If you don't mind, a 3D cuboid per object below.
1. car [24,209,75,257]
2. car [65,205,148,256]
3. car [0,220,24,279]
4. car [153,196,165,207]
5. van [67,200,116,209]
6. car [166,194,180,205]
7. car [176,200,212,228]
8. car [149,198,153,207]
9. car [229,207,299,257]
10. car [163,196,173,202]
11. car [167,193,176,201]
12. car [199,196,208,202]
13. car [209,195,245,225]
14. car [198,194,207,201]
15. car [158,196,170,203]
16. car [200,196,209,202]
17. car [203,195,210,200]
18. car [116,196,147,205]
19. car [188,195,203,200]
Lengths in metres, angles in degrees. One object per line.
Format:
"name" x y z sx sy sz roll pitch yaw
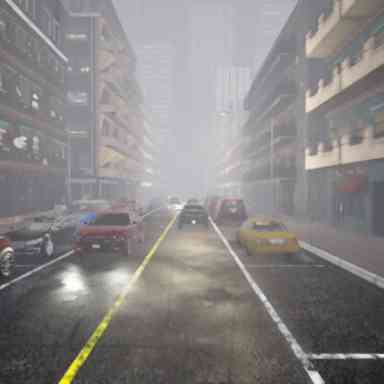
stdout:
"car" -5.665 1.553 12.691 2.008 1.369 4.403 -1 0 0
"car" -3.098 1.480 13.253 1.882 1.535 5.008 0 0 0
"car" -5.667 1.442 7.088 1.967 1.590 4.097 -1 0 0
"car" -5.690 1.593 51.905 1.802 1.307 4.206 -1 0 0
"van" -5.666 1.345 18.293 1.690 1.788 3.998 -1 0 0
"car" -2.989 1.525 57.564 1.882 1.535 5.008 0 0 0
"car" 0.104 1.508 21.978 1.837 1.490 4.892 0 0 0
"car" -5.701 1.558 35.099 2.008 1.369 4.403 -1 0 0
"car" 2.682 1.527 12.831 1.752 1.417 4.829 -1 0 0
"car" -5.685 1.570 79.915 2.008 1.369 4.403 -1 0 0
"car" -5.686 1.338 91.120 2.192 1.841 5.009 -1 0 0
"car" 2.695 1.584 79.885 1.947 1.339 4.313 -1 0 0
"car" 2.681 1.319 23.865 2.192 1.841 5.009 -1 0 0
"car" 2.695 1.460 85.487 1.967 1.590 4.097 -1 0 0
"car" -5.687 1.566 68.712 2.008 1.369 4.403 -1 0 0
"car" 2.694 1.542 74.453 1.752 1.417 4.829 -1 0 0
"car" 2.683 1.321 35.069 2.192 1.841 5.009 -1 0 0
"car" -5.688 1.321 29.497 2.192 1.841 5.009 -1 0 0
"car" 0.110 1.534 44.286 1.812 1.442 4.674 0 0 0
